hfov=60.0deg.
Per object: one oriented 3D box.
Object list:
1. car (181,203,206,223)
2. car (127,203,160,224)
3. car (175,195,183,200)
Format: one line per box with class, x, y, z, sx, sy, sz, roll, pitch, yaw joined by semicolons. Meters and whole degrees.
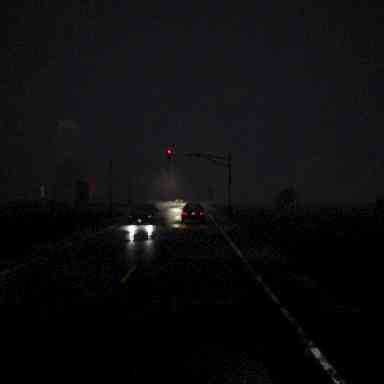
car;0.100;1.574;26.067;2.033;1.411;5.357;0;0;0
car;-3.550;1.573;25.281;2.033;1.411;5.357;0;0;0
car;-3.497;1.570;91.156;1.994;1.385;4.181;0;0;0
